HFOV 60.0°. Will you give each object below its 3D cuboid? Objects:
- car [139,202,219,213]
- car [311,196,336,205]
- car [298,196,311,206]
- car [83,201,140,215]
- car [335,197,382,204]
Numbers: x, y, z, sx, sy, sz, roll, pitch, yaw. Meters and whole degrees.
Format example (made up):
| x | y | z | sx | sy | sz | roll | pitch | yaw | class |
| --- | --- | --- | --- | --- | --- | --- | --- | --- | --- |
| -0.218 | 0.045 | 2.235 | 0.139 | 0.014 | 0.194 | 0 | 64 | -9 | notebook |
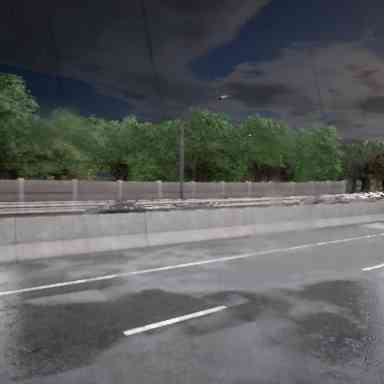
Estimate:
| x | y | z | sx | sy | sz | roll | pitch | yaw | class |
| --- | --- | --- | --- | --- | --- | --- | --- | --- | --- |
| -0.768 | 1.522 | 20.548 | 4.181 | 1.385 | 1.994 | 0 | 0 | -35 | car |
| 15.571 | 1.260 | 35.939 | 4.902 | 1.511 | 2.128 | -1 | 1 | -33 | car |
| 14.685 | 1.239 | 39.542 | 4.902 | 1.511 | 2.128 | -1 | 1 | -33 | car |
| -5.845 | 1.463 | 25.542 | 4.892 | 1.490 | 1.837 | 0 | 0 | -35 | car |
| 16.569 | 1.266 | 32.396 | 5.008 | 1.535 | 1.882 | -1 | 1 | -34 | car |
